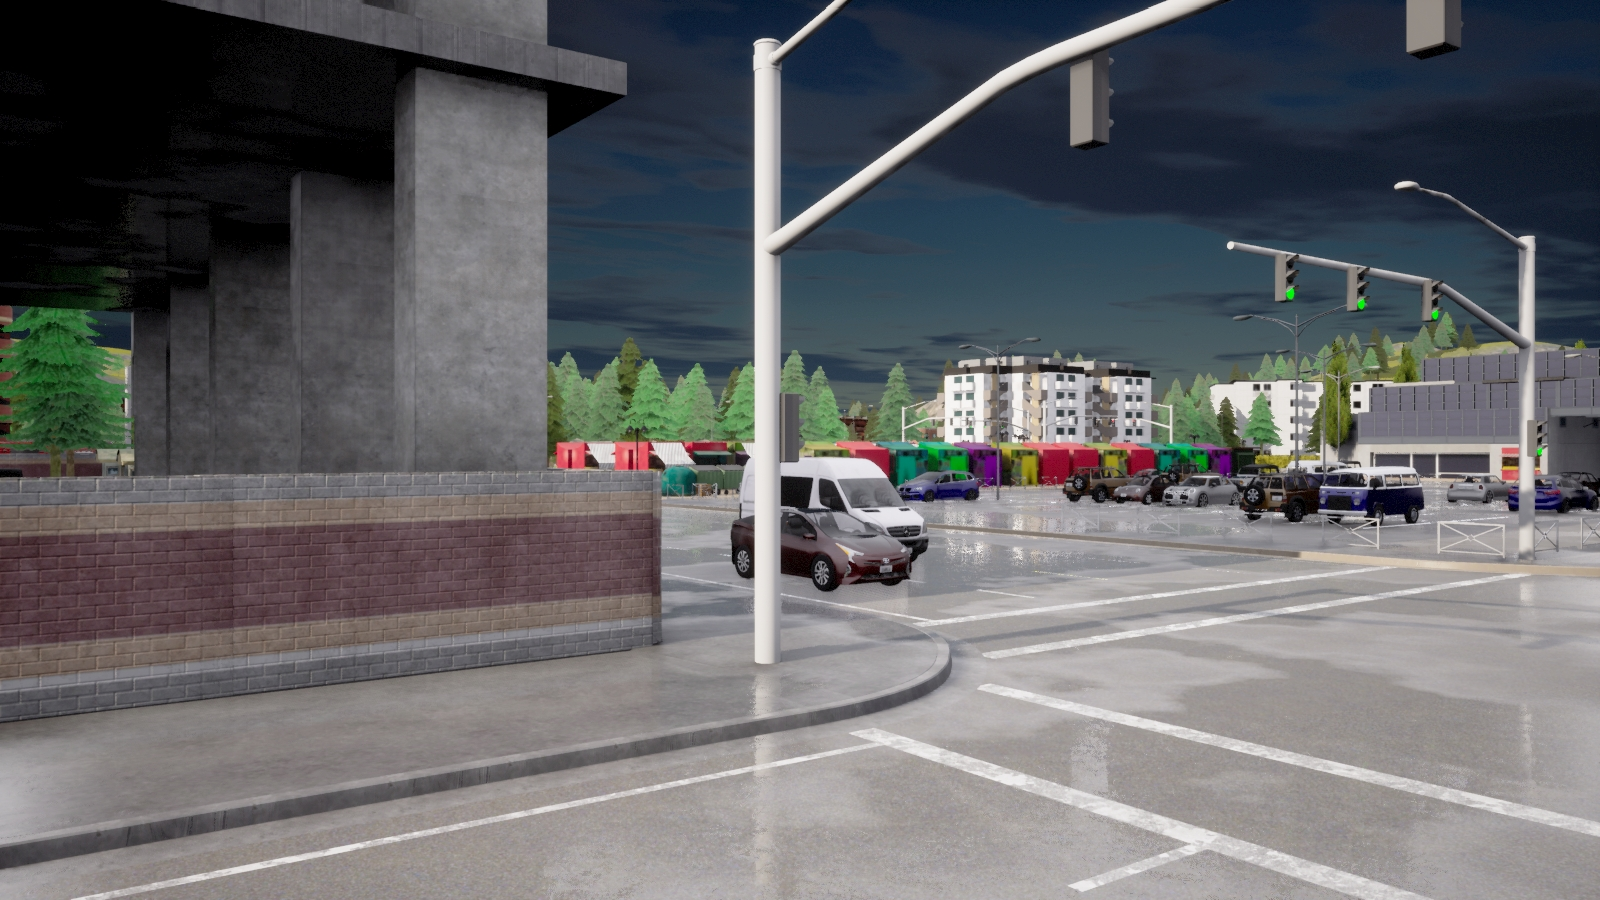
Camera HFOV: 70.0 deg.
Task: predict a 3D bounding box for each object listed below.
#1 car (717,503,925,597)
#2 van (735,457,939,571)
[{"bbox_3d":[0.324,1.984,23.786,2.007,1.525,4.514,0,0,-36],"label":"car"},{"bbox_3d":[0.780,1.479,29.066,1.988,2.561,5.915,0,0,-36],"label":"van"}]
